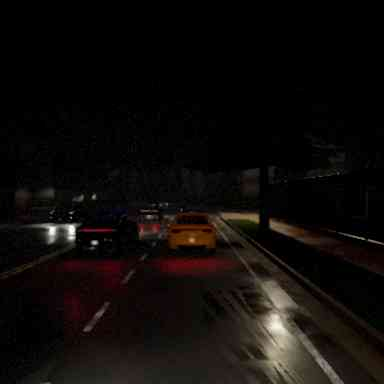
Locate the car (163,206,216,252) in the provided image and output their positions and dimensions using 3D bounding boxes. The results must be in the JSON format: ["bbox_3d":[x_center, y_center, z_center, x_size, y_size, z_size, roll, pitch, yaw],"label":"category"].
[{"bbox_3d":[0.003,1.615,14.568,1.882,1.535,5.008,0,0,0],"label":"car"}]

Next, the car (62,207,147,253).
[{"bbox_3d":[-3.499,1.629,14.396,2.128,1.511,4.902,0,0,0],"label":"car"}]

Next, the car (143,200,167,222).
[{"bbox_3d":[-3.502,1.769,29.399,2.128,1.511,4.902,0,0,0],"label":"car"}]

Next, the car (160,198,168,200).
[{"bbox_3d":[-7.741,2.336,91.552,1.837,1.490,4.892,0,-1,-5],"label":"car"}]

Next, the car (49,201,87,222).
[{"bbox_3d":[-10.508,1.621,28.792,2.097,1.767,4.553,0,0,0],"label":"car"}]

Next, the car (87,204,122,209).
[{"bbox_3d":[-7.012,1.746,28.395,1.882,1.535,5.008,0,-1,0],"label":"car"}]
